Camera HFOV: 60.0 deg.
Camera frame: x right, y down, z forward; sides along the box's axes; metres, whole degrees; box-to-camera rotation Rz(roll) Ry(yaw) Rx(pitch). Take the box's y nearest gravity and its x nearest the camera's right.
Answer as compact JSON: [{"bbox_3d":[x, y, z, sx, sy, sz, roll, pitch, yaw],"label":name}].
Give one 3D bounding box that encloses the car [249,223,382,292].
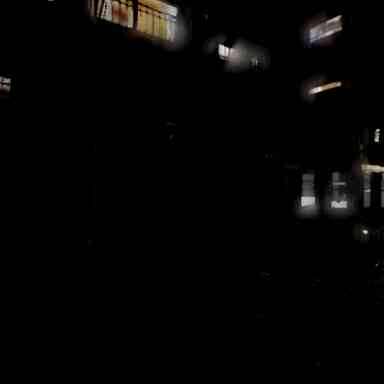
[{"bbox_3d":[3.486,1.568,9.030,4.313,1.339,1.947,0,1,-35],"label":"car"}]
